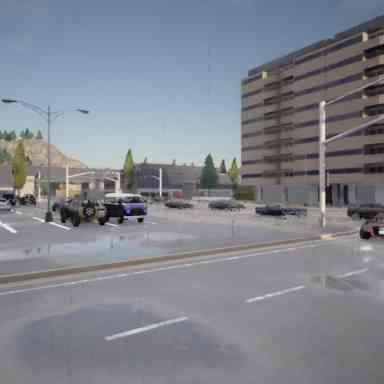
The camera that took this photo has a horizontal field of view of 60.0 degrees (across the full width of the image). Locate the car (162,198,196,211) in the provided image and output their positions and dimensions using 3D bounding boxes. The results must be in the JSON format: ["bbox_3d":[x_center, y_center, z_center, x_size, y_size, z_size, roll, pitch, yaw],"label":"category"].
[{"bbox_3d":[-1.513,1.675,43.098,1.895,1.301,4.718,0,0,-35],"label":"car"}]

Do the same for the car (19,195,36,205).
[{"bbox_3d":[-27.314,1.217,55.315,1.932,1.855,4.605,0,0,-35],"label":"car"}]

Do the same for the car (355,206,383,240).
[{"bbox_3d":[9.696,1.576,15.911,1.994,1.385,4.181,0,0,45],"label":"car"}]

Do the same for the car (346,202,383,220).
[{"bbox_3d":[14.775,1.575,26.220,1.837,1.490,4.892,0,-1,-35],"label":"car"}]

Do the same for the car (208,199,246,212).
[{"bbox_3d":[4.206,1.624,41.088,2.033,1.411,5.357,0,0,-35],"label":"car"}]

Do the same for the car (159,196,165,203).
[{"bbox_3d":[-7.022,1.573,69.313,2.128,1.511,4.902,0,0,-35],"label":"car"}]

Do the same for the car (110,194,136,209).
[{"bbox_3d":[-12.167,1.639,58.254,1.837,1.490,4.892,0,0,-35],"label":"car"}]

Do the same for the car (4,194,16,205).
[{"bbox_3d":[-29.710,1.218,53.691,1.905,1.878,3.866,0,0,-35],"label":"car"}]

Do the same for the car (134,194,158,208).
[{"bbox_3d":[-8.722,1.570,59.428,2.128,1.511,4.902,0,0,-35],"label":"car"}]

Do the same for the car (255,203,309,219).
[{"bbox_3d":[8.009,1.674,29.696,1.895,1.301,4.718,0,0,-35],"label":"car"}]

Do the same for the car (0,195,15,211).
[{"bbox_3d":[-21.852,1.455,37.859,1.970,1.475,3.806,0,0,-35],"label":"car"}]
